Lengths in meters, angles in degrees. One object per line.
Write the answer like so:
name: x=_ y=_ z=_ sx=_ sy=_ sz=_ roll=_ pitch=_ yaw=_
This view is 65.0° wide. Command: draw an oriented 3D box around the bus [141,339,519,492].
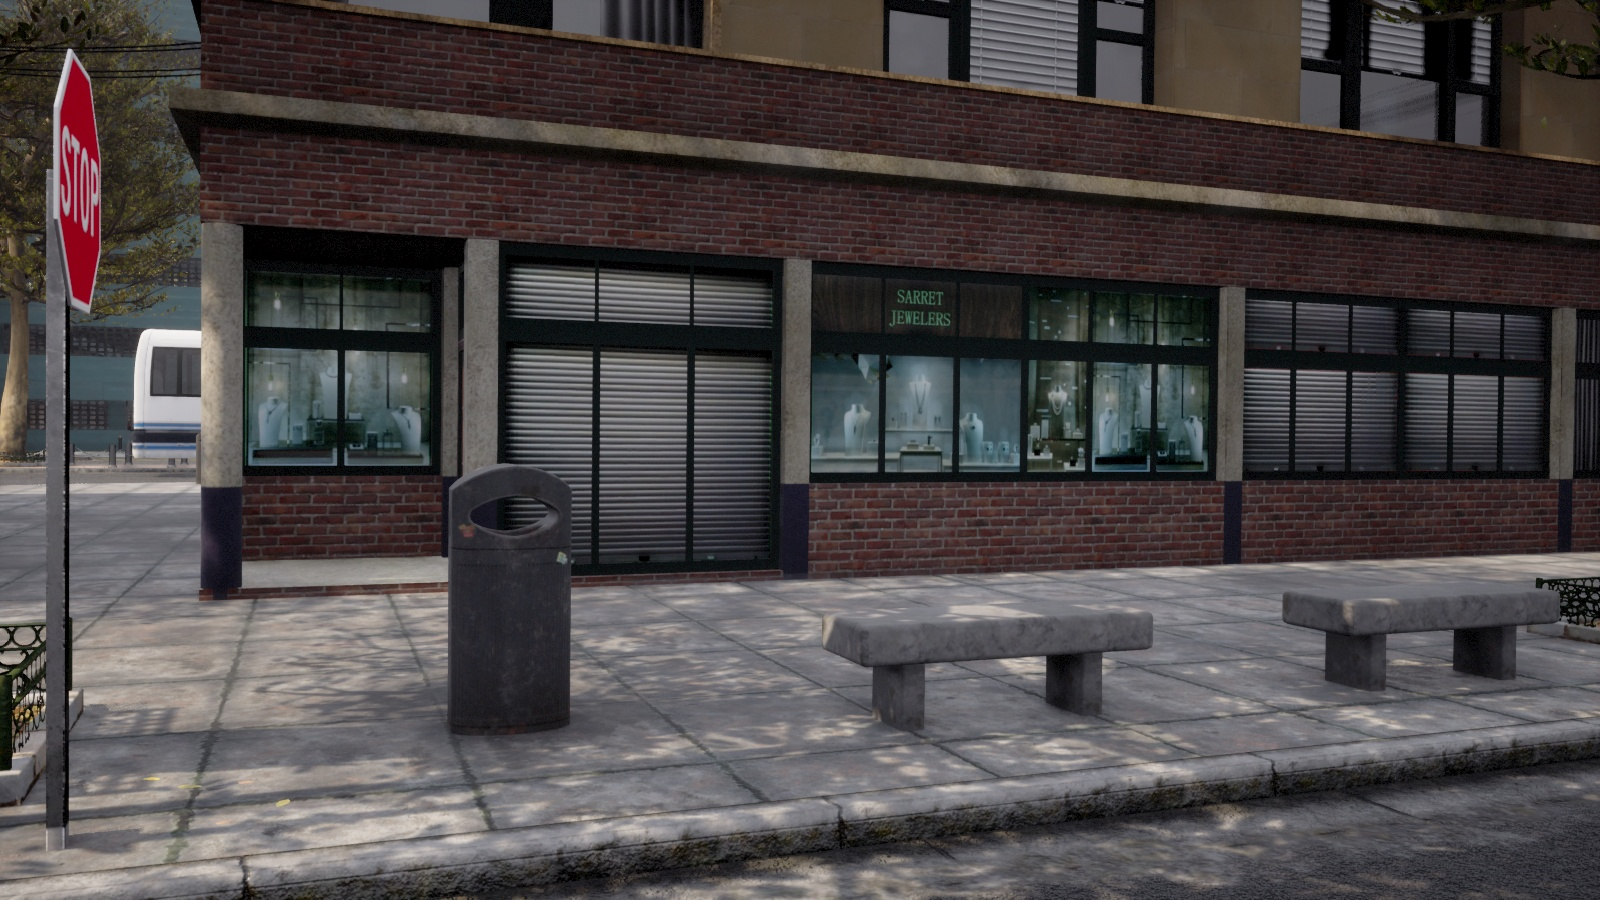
bus: x=-14.138 y=-1.052 z=38.468 sx=10.273 sy=4.253 sz=3.944 roll=-1 pitch=1 yaw=-21
